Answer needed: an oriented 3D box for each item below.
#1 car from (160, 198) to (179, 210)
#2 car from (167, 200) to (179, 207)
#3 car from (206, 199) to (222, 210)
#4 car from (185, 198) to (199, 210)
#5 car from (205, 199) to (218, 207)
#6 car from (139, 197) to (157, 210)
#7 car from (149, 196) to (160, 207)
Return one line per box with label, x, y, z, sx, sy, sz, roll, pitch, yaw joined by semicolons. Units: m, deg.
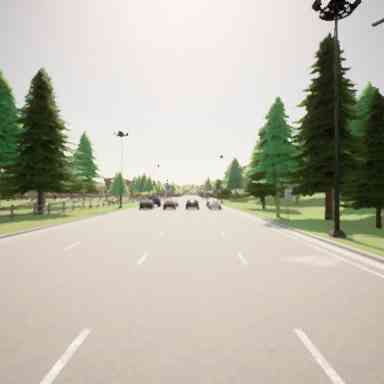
car;-3.437;1.932;51.234;1.837;1.490;4.892;0;0;0
car;-3.424;2.115;61.683;1.895;1.301;4.718;0;0;0
car;3.563;1.956;51.642;1.812;1.442;4.674;0;0;0
car;0.063;1.782;51.584;2.097;1.767;4.553;0;0;0
car;3.576;2.005;61.645;2.128;1.511;4.902;0;0;0
car;-6.937;1.905;51.239;1.882;1.535;5.008;0;0;0
car;-6.924;1.732;61.690;2.150;2.045;5.566;0;0;0
